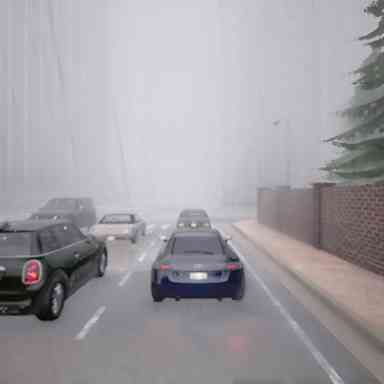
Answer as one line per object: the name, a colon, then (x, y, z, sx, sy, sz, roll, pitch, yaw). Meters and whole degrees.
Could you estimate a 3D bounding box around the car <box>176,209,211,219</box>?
car: (0.090, 1.641, 18.595, 2.033, 1.411, 5.357, 0, 0, 0)

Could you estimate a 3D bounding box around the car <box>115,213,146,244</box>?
car: (-3.408, 1.683, 16.301, 1.895, 1.301, 4.718, 0, 0, 0)

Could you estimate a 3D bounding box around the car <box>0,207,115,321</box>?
car: (-3.407, 1.390, 7.526, 2.097, 1.767, 4.553, 0, 0, 0)

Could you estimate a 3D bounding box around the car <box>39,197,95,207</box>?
car: (-7.014, 1.318, 18.651, 2.150, 2.045, 5.566, 0, -1, 0)

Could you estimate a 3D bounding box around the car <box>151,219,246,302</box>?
car: (0.100, 1.606, 8.439, 1.994, 1.385, 4.181, 0, 0, -1)
